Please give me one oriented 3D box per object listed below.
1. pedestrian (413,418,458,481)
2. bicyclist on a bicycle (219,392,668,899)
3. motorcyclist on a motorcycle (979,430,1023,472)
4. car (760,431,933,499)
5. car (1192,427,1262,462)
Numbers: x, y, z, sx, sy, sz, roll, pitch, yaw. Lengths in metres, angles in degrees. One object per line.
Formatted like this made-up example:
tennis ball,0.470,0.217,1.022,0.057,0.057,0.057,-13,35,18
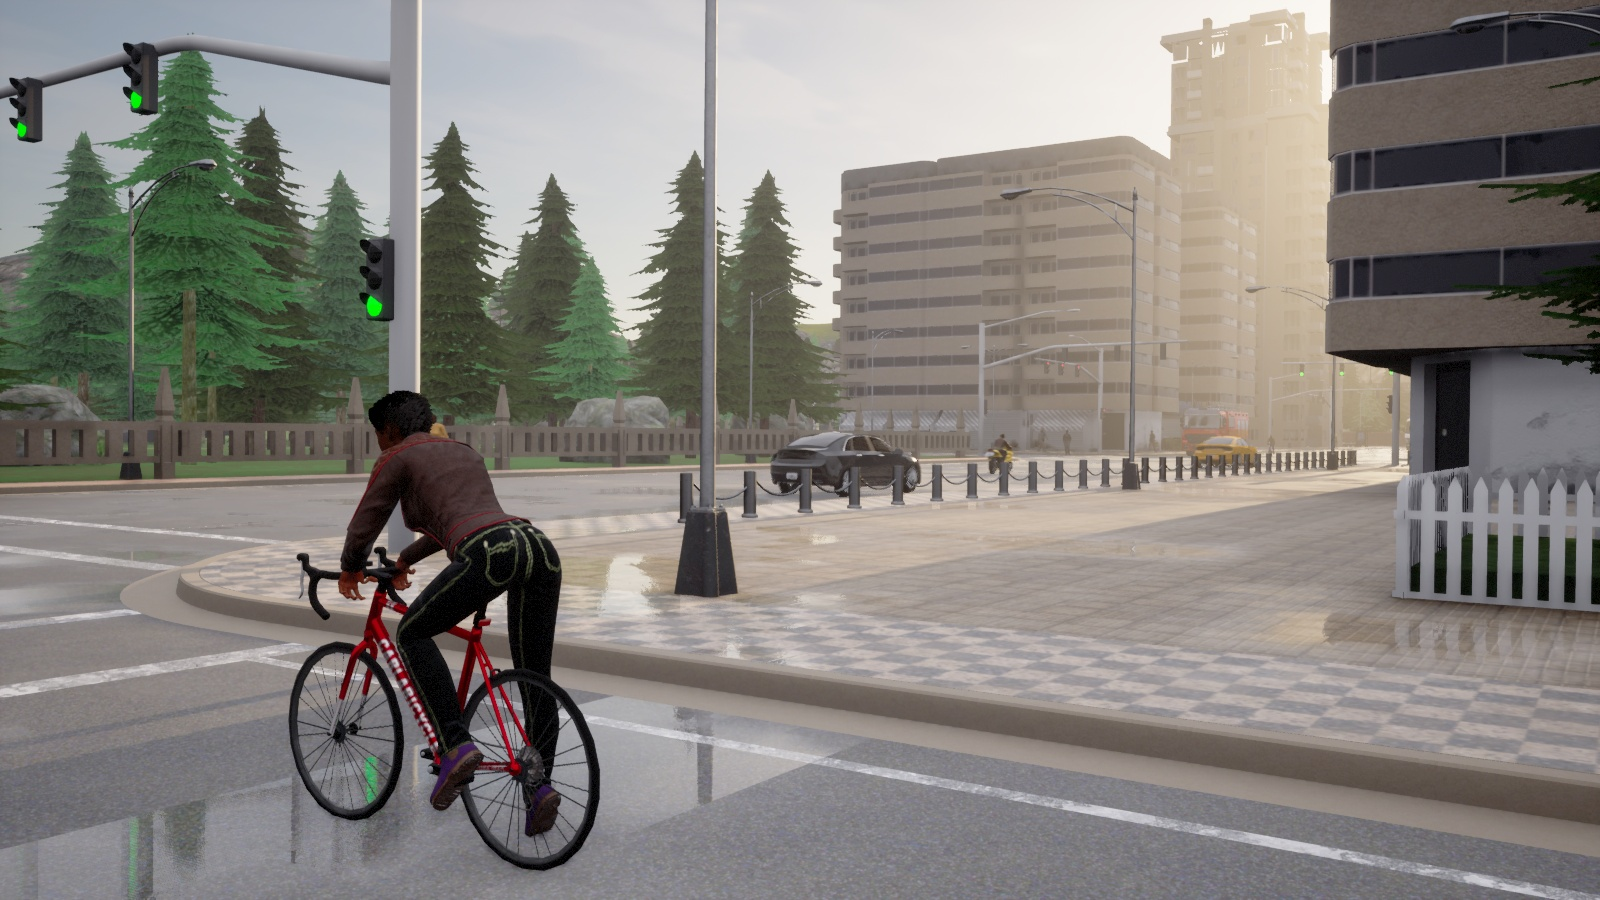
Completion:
pedestrian,-10.778,-0.020,37.173,0.874,1.855,0.900,0,1,33
bicyclist on a bicycle,-1.313,0.635,4.495,1.656,1.620,0.582,0,1,34
motorcyclist on a motorcycle,7.437,0.013,46.342,0.797,1.523,2.044,0,1,34
car,1.239,0.306,30.713,1.837,1.490,4.892,0,1,35
car,20.112,-0.280,59.072,1.882,1.535,5.008,0,1,34
